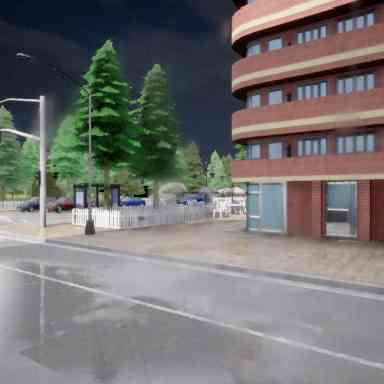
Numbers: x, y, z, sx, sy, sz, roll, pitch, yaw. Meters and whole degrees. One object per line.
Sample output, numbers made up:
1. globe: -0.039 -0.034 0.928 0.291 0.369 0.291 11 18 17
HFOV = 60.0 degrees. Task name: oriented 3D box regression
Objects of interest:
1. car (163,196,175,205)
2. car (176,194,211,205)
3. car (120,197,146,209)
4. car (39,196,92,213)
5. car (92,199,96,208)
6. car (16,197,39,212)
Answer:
1. car: -2.671 1.445 55.371 4.892 1.490 1.837 -2 1 -42
2. car: 0.655 1.167 53.748 5.566 2.045 2.150 0 0 -41
3. car: -8.250 1.422 43.572 1.882 1.535 5.008 0 0 37
4. car: -13.660 1.296 36.129 2.097 1.767 4.553 0 0 36
5. car: -12.108 1.508 44.237 1.994 1.385 4.181 0 0 35
6. car: -17.144 1.296 37.267 2.097 1.767 4.553 0 0 35
